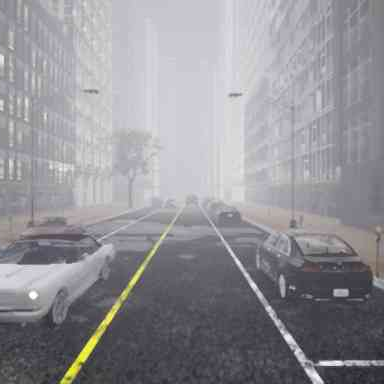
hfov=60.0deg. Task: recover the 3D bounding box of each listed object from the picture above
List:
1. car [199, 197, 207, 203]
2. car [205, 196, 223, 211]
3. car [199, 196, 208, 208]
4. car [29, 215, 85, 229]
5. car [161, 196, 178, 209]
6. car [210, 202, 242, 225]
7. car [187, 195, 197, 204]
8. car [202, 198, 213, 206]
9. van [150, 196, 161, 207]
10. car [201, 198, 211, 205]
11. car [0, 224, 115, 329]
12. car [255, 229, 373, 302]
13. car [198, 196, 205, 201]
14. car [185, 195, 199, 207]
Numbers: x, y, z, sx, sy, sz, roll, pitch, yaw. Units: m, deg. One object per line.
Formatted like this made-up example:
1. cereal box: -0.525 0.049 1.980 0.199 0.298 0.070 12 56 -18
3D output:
1. car: 2.697 1.857 82.427 1.752 1.417 4.829 0 0 0
2. car: 3.005 1.656 40.466 1.882 1.535 5.008 0 0 0
3. car: 2.691 1.545 53.766 2.192 1.841 5.009 0 0 0
4. car: -5.693 1.646 13.885 1.802 1.307 4.206 0 0 0
5. car: -3.069 1.714 48.628 1.837 1.490 4.892 0 0 0
6. car: 2.689 1.680 25.274 1.947 1.339 4.313 0 0 0
7. car: 0.009 1.557 69.602 2.097 1.767 4.553 0 0 0
8. car: 2.693 1.777 59.633 1.752 1.417 4.829 0 0 0
9. van: -5.689 1.571 53.772 1.690 1.788 3.998 0 0 0
10. car: 2.694 1.817 65.161 1.887 1.381 4.507 0 0 0
11. car: -3.099 1.634 7.117 1.895 1.301 4.718 0 0 0
12. car: 2.687 1.589 8.180 2.008 1.369 4.403 0 0 0
13. car: 2.698 1.932 93.654 1.947 1.339 4.313 0 0 0
14. car: 0.008 1.457 55.092 2.150 2.045 5.566 0 0 0
